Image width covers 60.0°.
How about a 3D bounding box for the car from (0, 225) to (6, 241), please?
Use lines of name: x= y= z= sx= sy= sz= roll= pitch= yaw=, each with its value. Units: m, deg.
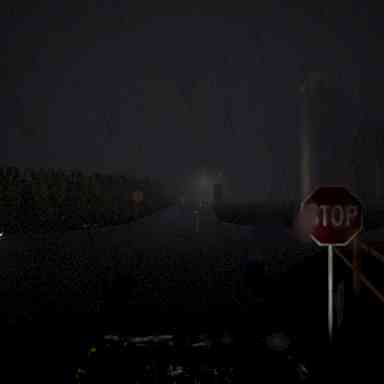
car: x=-10.506 y=1.578 z=13.969 sx=4.892 sy=1.490 sz=1.837 roll=0 pitch=-1 yaw=-4
